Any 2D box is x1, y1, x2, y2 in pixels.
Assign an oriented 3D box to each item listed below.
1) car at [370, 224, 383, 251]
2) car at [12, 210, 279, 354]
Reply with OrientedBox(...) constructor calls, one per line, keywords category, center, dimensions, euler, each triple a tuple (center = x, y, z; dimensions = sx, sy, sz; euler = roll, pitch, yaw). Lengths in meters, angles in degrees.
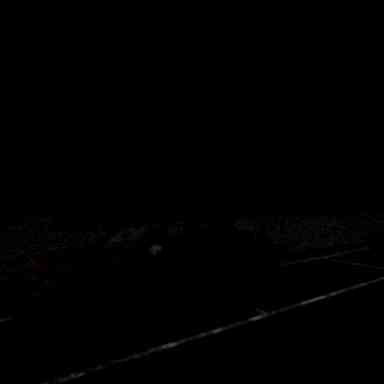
OrientedBox(category="car", center=(8.629, 1.557, 12.806), dimensions=(4.313, 1.339, 1.947), euler=(0, 0, -36))
OrientedBox(category="car", center=(-0.503, 1.313, 6.288), dimensions=(5.009, 1.841, 2.192), euler=(0, 0, -36))
